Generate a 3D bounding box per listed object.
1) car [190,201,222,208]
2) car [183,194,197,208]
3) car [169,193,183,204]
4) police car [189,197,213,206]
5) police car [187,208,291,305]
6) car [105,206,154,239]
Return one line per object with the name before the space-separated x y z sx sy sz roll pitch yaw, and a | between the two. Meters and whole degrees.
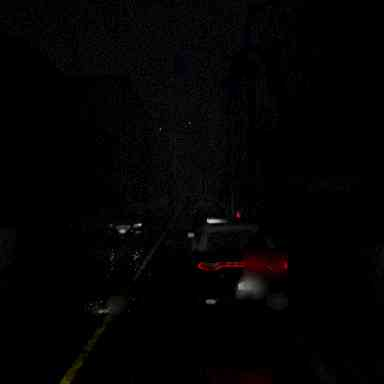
car | 0.939 1.484 18.152 1.837 1.490 4.892 0 0 0
car | 0.140 1.296 47.926 2.097 1.767 4.553 0 0 1
car | -2.929 1.149 60.437 2.150 2.045 5.566 0 0 1
police car | 0.952 1.397 24.262 1.930 1.638 5.238 0 0 0
police car | 0.917 1.416 8.262 1.930 1.638 5.238 0 0 0
car | -3.063 1.472 17.106 2.128 1.511 4.902 0 0 0
